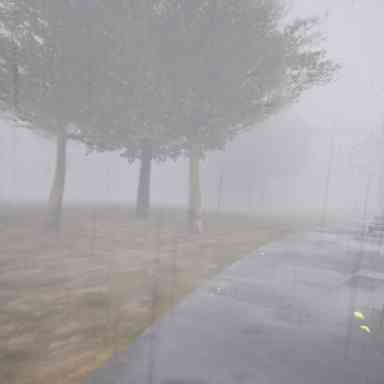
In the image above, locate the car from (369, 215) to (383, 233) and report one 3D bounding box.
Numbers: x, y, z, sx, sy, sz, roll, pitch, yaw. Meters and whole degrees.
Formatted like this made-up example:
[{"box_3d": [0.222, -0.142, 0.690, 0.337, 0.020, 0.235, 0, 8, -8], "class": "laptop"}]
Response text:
[{"box_3d": [15.195, 2.550, 26.252, 2.033, 1.411, 5.357, 2, -1, 34], "class": "car"}]
